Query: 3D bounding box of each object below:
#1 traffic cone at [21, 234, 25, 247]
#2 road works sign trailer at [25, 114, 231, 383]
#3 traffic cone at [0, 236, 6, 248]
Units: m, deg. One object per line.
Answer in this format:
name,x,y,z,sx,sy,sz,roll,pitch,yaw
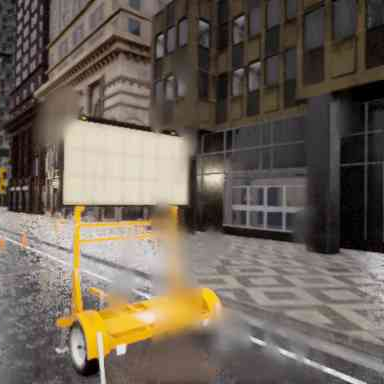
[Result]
traffic cone,-8.321,2.408,16.548,0.340,0.580,0.340,2,-2,-40
road works sign trailer,-1.133,0.645,5.683,2.380,3.560,2.880,2,-2,-40
traffic cone,-9.086,2.381,15.904,0.340,0.580,0.340,2,-2,-40
